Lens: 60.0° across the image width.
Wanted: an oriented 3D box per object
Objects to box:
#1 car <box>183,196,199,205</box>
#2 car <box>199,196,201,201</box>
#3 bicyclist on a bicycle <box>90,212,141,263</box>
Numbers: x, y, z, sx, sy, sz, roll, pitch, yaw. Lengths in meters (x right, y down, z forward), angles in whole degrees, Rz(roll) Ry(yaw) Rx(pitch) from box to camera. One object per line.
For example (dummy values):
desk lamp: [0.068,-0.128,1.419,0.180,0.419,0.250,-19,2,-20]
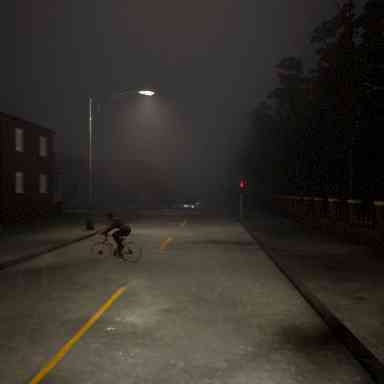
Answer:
car: [-0.383,1.564,58.808,1.994,1.385,4.181,0,0,4]
car: [0.455,1.720,70.664,1.837,1.490,4.892,0,0,4]
bicyclist on a bicycle: [-2.418,1.452,10.530,1.656,1.620,0.582,0,0,3]
